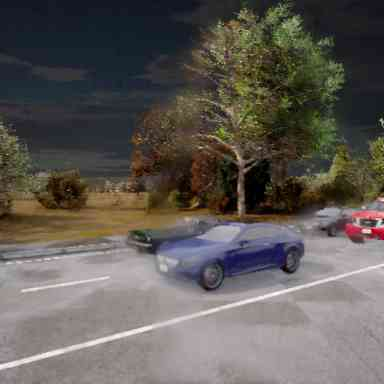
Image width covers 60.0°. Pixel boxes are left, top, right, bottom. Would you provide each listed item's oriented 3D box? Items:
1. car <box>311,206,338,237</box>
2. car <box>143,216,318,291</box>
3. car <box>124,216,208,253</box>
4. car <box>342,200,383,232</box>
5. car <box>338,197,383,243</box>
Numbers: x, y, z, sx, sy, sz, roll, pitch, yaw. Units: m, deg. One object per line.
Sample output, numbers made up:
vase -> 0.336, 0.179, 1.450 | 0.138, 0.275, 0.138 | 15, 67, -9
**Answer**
car -> 7.844, 1.530, 18.274 | 4.674, 1.442, 1.812 | 0, 0, -36
car -> 1.227, 1.529, 9.184 | 4.674, 1.442, 1.812 | 0, 0, -36
car -> -0.073, 1.606, 12.558 | 4.718, 1.301, 1.895 | 0, 0, -36
car -> 11.744, 1.409, 21.101 | 4.553, 1.767, 2.097 | 0, 0, -37
car -> 9.252, 1.224, 14.975 | 5.566, 2.045, 2.150 | 0, 0, -36
